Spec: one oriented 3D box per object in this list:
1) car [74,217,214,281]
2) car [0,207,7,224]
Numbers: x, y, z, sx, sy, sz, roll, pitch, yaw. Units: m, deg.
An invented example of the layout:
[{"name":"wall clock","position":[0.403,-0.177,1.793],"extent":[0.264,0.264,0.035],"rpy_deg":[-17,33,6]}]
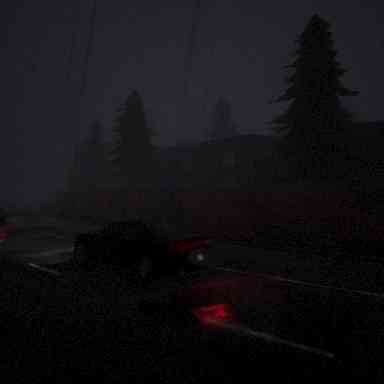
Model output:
[{"name":"car","position":[-1.661,1.512,10.087],"extent":[5.008,1.535,1.882],"rpy_deg":[0,0,41]},{"name":"car","position":[-14.879,1.660,24.300],"extent":[1.895,1.301,4.718],"rpy_deg":[0,0,-37]}]
